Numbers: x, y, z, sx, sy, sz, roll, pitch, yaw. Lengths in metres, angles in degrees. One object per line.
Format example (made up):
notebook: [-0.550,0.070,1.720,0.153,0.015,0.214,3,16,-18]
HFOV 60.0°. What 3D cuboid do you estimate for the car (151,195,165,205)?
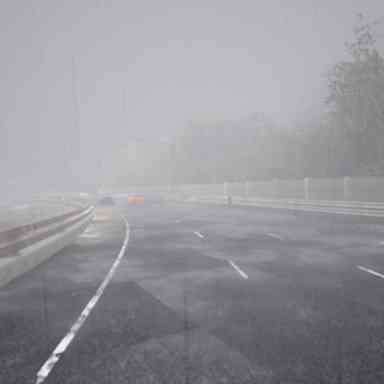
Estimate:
car: [-5.837,1.167,51.531,2.128,1.511,4.902,0,0,-27]

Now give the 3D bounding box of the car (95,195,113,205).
car: [-13.528,1.227,51.065,1.837,1.490,4.892,0,0,-29]

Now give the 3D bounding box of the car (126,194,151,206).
car: [-8.092,1.064,48.189,2.097,1.767,4.553,-1,0,-26]
